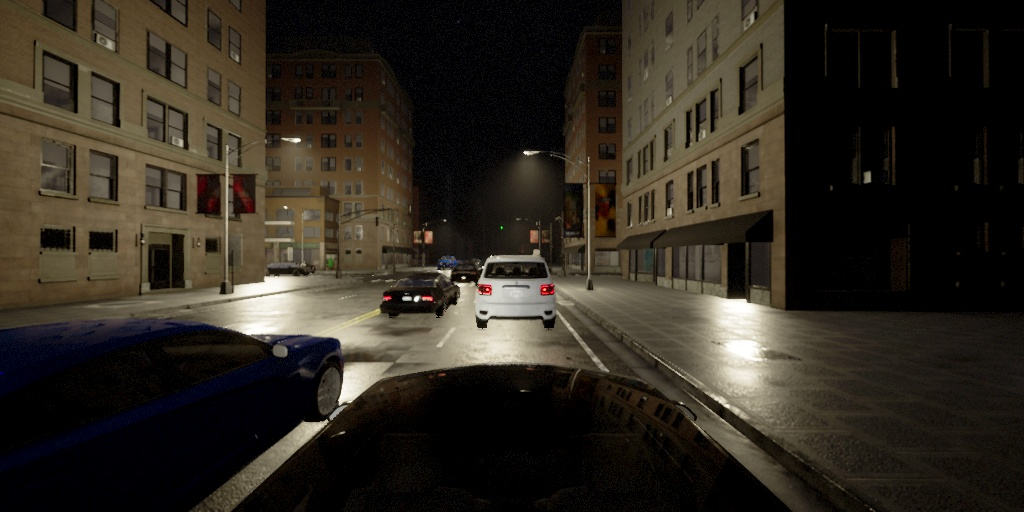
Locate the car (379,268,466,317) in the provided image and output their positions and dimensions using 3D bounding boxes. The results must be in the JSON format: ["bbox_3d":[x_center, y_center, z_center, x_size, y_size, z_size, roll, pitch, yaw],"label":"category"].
[{"bbox_3d":[-3.153,1.326,13.241,2.033,1.411,5.357,0,0,0],"label":"car"}]

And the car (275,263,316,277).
[{"bbox_3d":[-23.137,1.373,36.521,5.357,1.411,2.033,0,0,0],"label":"car"}]

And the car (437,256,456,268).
[{"bbox_3d":[-9.831,1.094,54.772,2.150,2.045,5.566,0,0,0],"label":"car"}]

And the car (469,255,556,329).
[{"bbox_3d":[0.100,0.997,11.454,2.150,2.045,5.566,0,0,0],"label":"car"}]

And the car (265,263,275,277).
[{"bbox_3d":[-25.412,1.248,33.991,4.097,1.591,1.967,0,0,0],"label":"car"}]

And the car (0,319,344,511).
[{"bbox_3d":[-3.153,1.230,2.780,1.882,1.535,5.008,0,0,0],"label":"car"}]

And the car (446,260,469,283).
[{"bbox_3d":[-3.287,1.286,25.960,1.882,1.535,5.008,0,0,-2],"label":"car"}]

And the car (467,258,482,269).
[{"bbox_3d":[-6.560,1.242,62.991,2.097,1.767,4.553,0,0,0],"label":"car"}]
